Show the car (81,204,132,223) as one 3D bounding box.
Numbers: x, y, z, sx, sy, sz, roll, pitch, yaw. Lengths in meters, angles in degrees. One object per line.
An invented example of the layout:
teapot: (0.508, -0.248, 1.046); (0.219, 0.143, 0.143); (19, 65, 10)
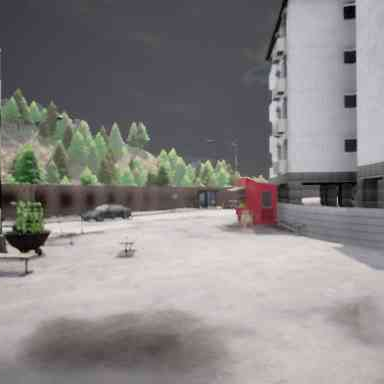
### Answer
car: (-7.122, 1.721, 28.099); (1.812, 1.442, 4.674); (-1, 0, 35)

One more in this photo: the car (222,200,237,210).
car: (5.870, 1.759, 46.283); (1.994, 1.385, 4.181); (-1, 0, 36)
